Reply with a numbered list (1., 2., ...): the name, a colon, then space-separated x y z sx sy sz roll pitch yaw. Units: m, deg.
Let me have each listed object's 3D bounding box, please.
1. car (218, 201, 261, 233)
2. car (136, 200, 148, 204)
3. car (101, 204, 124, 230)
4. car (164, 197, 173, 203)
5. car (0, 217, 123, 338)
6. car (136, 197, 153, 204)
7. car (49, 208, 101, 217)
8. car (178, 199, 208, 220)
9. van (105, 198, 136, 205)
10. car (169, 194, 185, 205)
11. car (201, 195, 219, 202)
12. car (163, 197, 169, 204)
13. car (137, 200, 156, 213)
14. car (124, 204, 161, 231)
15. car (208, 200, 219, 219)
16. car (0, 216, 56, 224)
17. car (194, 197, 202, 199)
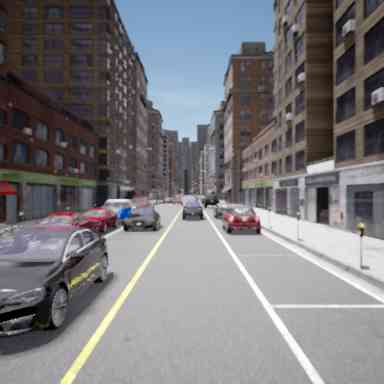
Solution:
1. car: 2.868 1.531 20.065 1.967 1.590 4.097 0 0 0
2. car: -5.649 1.697 30.935 2.008 1.369 4.403 0 0 0
3. car: -5.656 1.637 20.034 1.887 1.381 4.507 0 0 0
4. car: -5.619 1.980 79.993 1.947 1.339 4.313 0 0 0
5. car: -3.097 1.522 7.005 2.128 1.511 4.902 0 0 0
6. car: -5.647 1.489 36.387 2.192 1.841 5.009 0 0 0
7. car: -5.660 1.611 14.583 1.887 1.381 4.507 0 0 0
8. car: 0.085 1.633 30.067 2.128 1.511 4.902 0 0 0
9. van: -5.653 1.460 25.485 1.690 1.788 3.998 0 0 0
10. car: -2.958 1.700 67.907 2.097 1.767 4.553 0 0 0
11. car: 3.034 1.484 52.576 2.150 2.045 5.566 0 0 0
12. car: -5.622 1.965 74.542 1.802 1.307 4.206 0 0 0
13. car: -5.643 1.728 41.667 1.752 1.417 4.829 0 0 0
14. car: -3.069 1.661 21.163 1.994 1.385 4.181 0 0 0
15. car: 2.876 1.696 30.961 2.008 1.369 4.403 0 0 0
16. car: -5.663 1.592 9.132 2.008 1.369 4.403 0 0 0
17. car: 0.087 1.746 45.236 1.812 1.442 4.674 0 0 0
